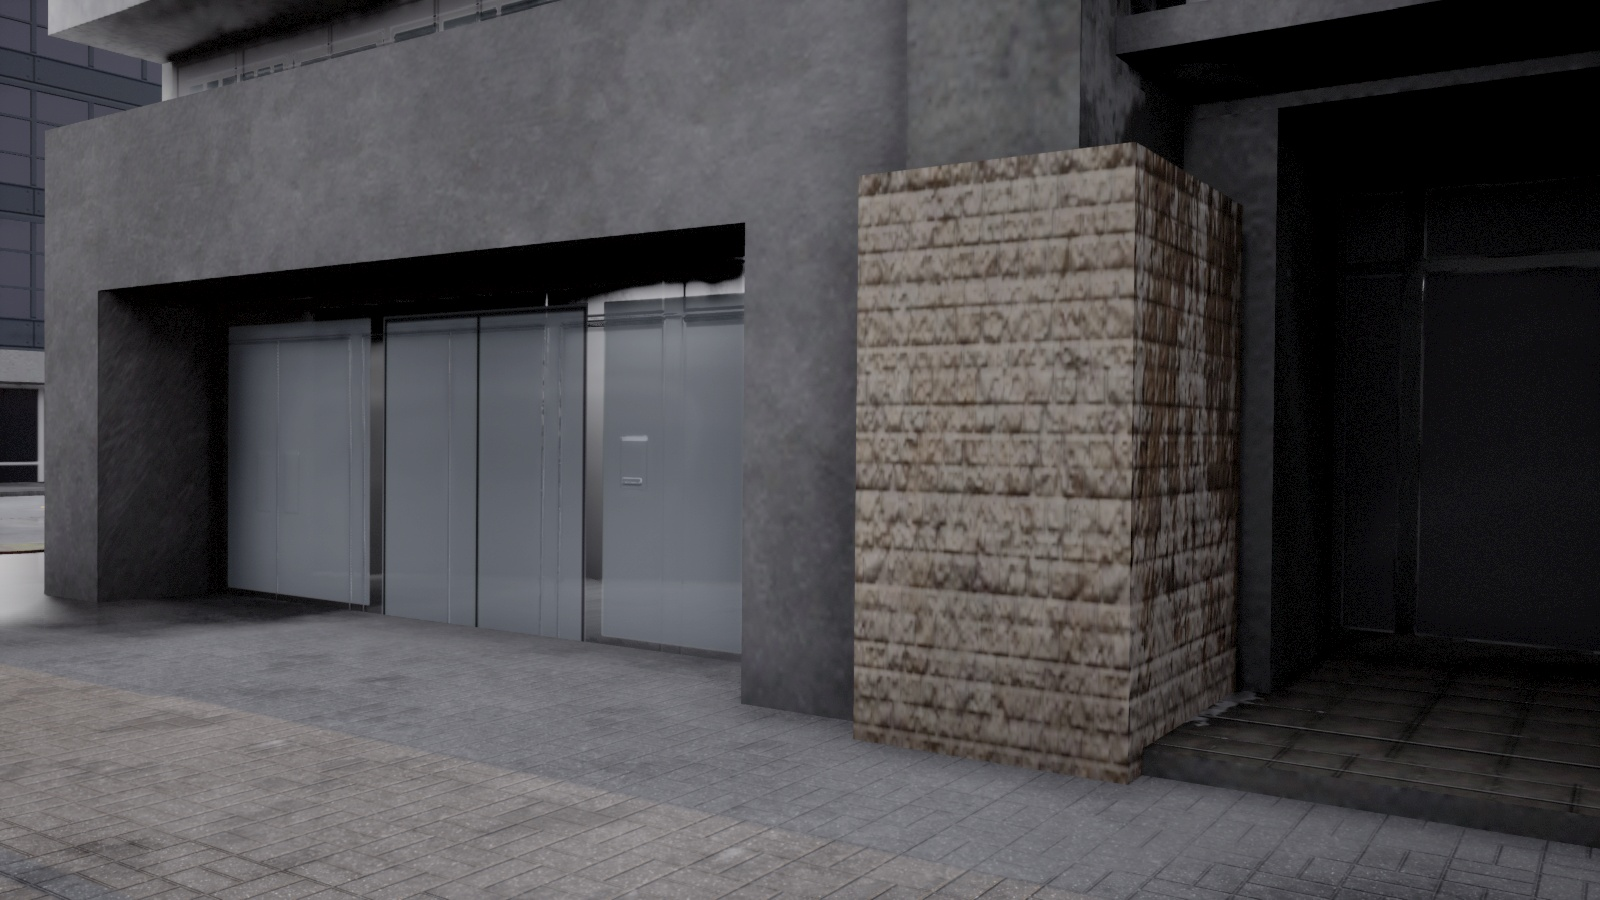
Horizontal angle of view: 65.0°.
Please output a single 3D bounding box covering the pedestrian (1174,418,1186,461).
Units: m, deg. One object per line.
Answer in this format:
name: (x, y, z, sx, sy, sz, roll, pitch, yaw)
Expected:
pedestrian: (16.298, -0.448, 53.826, 0.345, 1.836, 0.594, 0, 1, 32)
